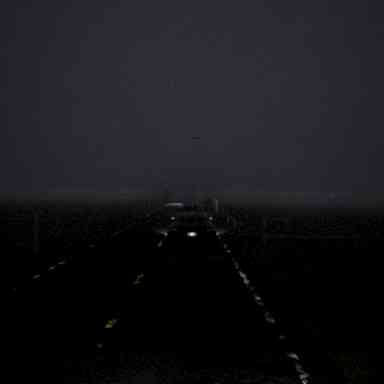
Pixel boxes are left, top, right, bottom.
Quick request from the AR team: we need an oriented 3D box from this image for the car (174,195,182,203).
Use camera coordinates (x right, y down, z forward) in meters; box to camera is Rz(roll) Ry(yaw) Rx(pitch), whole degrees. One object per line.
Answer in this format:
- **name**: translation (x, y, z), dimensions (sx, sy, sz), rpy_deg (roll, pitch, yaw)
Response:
- **car**: translation (-2.750, 1.468, 68.918), dimensions (2.128, 1.511, 4.902), rpy_deg (0, 0, 0)

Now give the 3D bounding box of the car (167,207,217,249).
- **car**: translation (0.000, 1.574, 14.650), dimensions (1.994, 1.385, 4.181), rpy_deg (0, 0, 0)

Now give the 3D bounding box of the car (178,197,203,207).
- **car**: translation (0.000, 1.492, 29.650), dimensions (1.882, 1.535, 5.008), rpy_deg (0, 0, 0)
